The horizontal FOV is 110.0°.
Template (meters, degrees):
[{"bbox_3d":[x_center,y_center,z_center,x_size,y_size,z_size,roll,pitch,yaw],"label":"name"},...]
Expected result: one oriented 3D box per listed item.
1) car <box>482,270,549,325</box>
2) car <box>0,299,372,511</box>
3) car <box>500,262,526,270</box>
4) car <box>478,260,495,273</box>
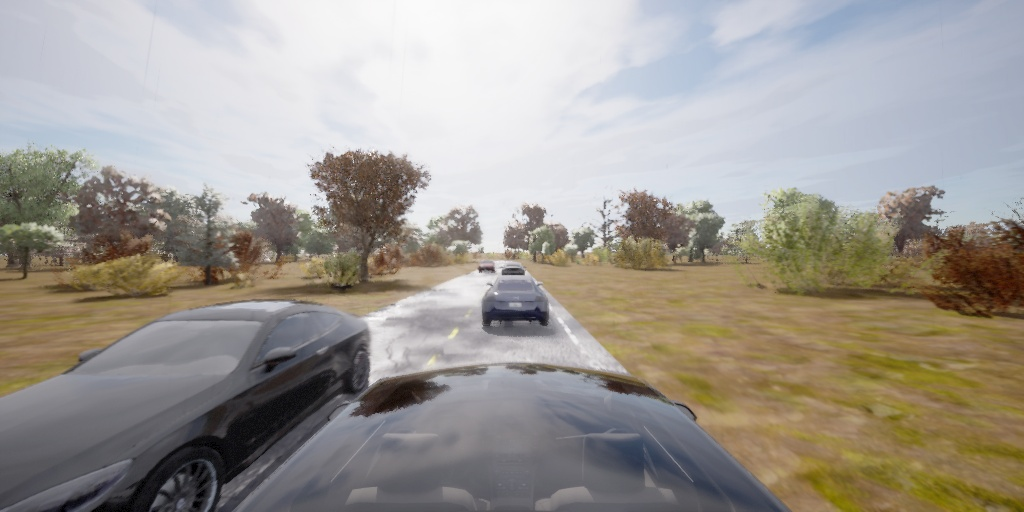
[{"bbox_3d":[0.097,1.316,11.853,1.994,1.385,4.181,0,0,0],"label":"car"},{"bbox_3d":[-3.089,1.276,3.941,1.812,1.442,4.674,0,0,0],"label":"car"},{"bbox_3d":[0.094,1.252,29.465,1.837,1.490,4.892,0,0,0],"label":"car"},{"bbox_3d":[-3.091,1.215,44.015,1.882,1.535,5.008,0,0,0],"label":"car"}]
